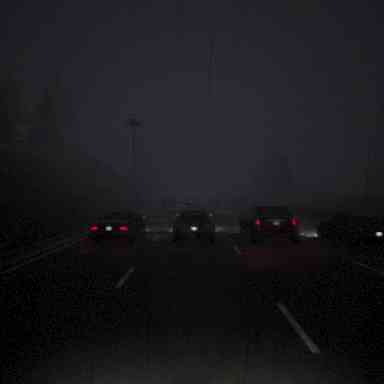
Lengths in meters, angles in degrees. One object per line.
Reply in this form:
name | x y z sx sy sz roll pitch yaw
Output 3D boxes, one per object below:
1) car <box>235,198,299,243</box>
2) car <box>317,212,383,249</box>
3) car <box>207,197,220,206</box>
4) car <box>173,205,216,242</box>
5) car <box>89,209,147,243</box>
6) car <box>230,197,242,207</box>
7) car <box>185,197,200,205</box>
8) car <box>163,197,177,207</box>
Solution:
car | 3.593 1.353 16.275 2.097 1.767 4.553 0 0 0
car | 7.093 1.565 14.611 1.994 1.385 4.181 0 0 0
car | 3.581 1.567 55.059 1.994 1.385 4.181 0 0 0
car | 0.093 1.565 16.450 1.994 1.385 4.181 0 0 0
car | -3.405 1.548 16.115 2.033 1.411 5.357 0 0 0
car | 7.083 1.508 51.958 1.837 1.490 4.892 0 0 0
car | 0.084 1.494 47.148 2.128 1.511 4.902 0 0 0
car | -3.418 1.507 50.749 1.837 1.490 4.892 0 0 0
